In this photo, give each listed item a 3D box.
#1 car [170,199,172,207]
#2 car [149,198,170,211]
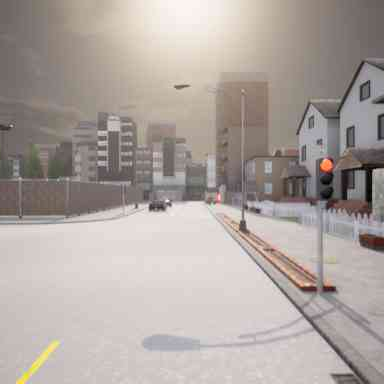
[{"bbox_3d":[-4.103,1.538,50.574,1.994,1.385,4.181,0,0,0],"label":"car"},{"bbox_3d":[-4.112,1.580,40.505,1.895,1.301,4.718,0,0,0],"label":"car"}]
